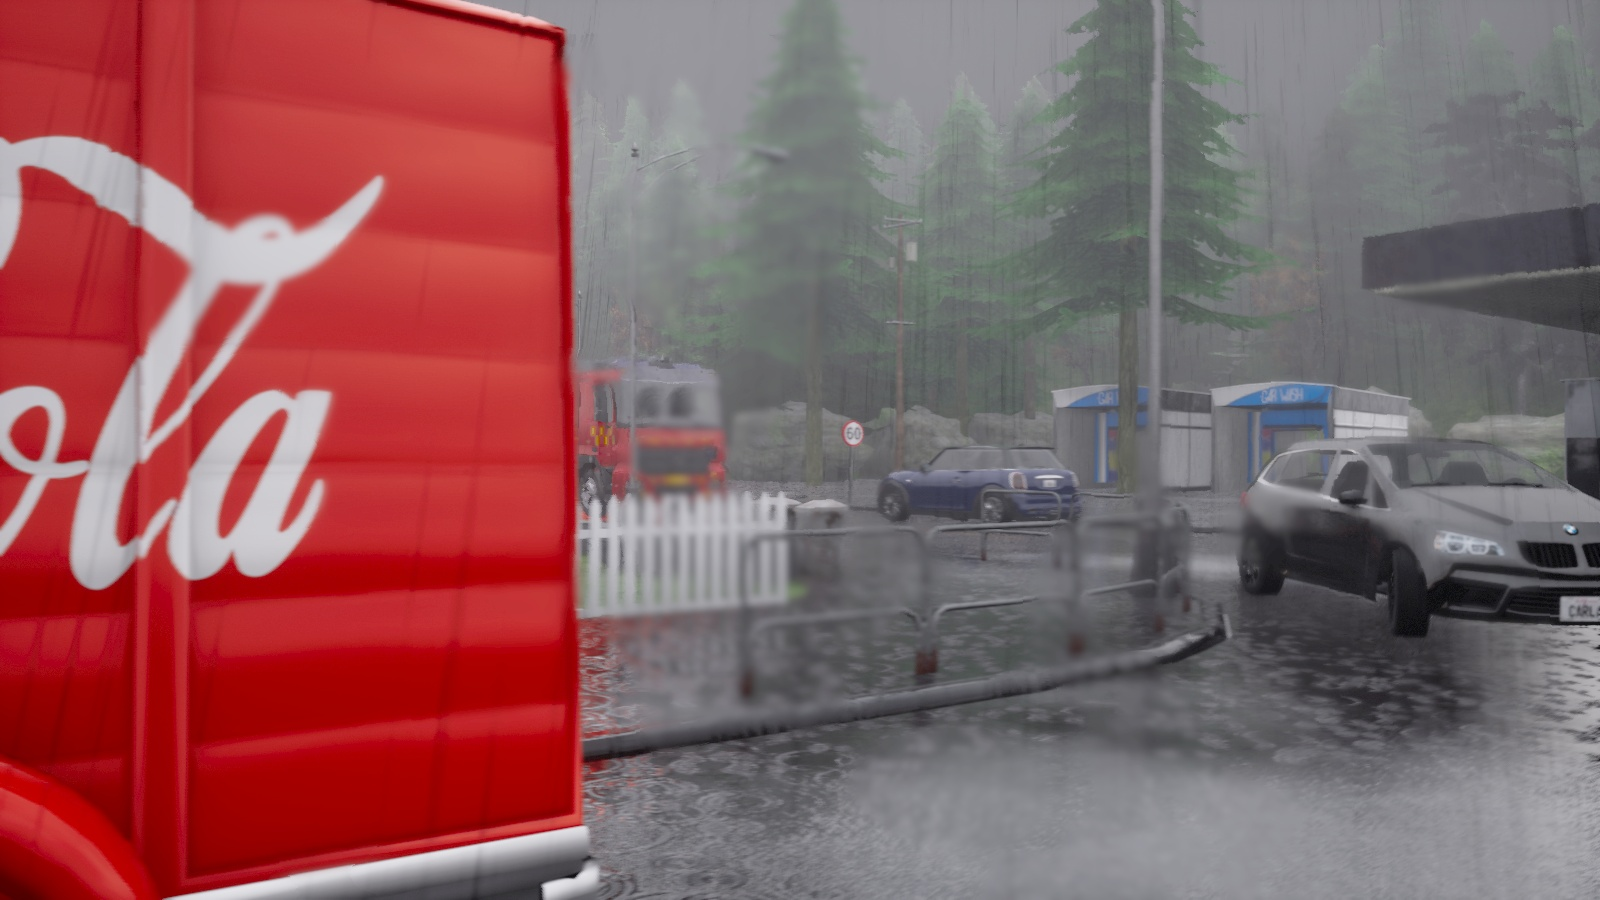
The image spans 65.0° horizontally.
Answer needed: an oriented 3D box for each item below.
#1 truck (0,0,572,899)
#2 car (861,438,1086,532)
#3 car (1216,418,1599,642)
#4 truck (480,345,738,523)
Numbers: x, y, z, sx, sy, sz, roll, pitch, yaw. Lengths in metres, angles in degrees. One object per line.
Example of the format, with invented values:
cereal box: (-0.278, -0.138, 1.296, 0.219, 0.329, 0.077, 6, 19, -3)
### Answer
truck: (-3.313, 0.270, 1.946, 5.204, 2.467, 2.627, 0, 0, -35)
car: (3.493, 0.661, 26.053, 2.097, 1.767, 4.553, 0, 0, -35)
car: (5.819, 0.607, 11.706, 2.242, 1.667, 4.611, 0, 0, -2)
truck: (-5.036, -0.331, 31.270, 2.891, 3.827, 8.468, 0, 0, -35)
